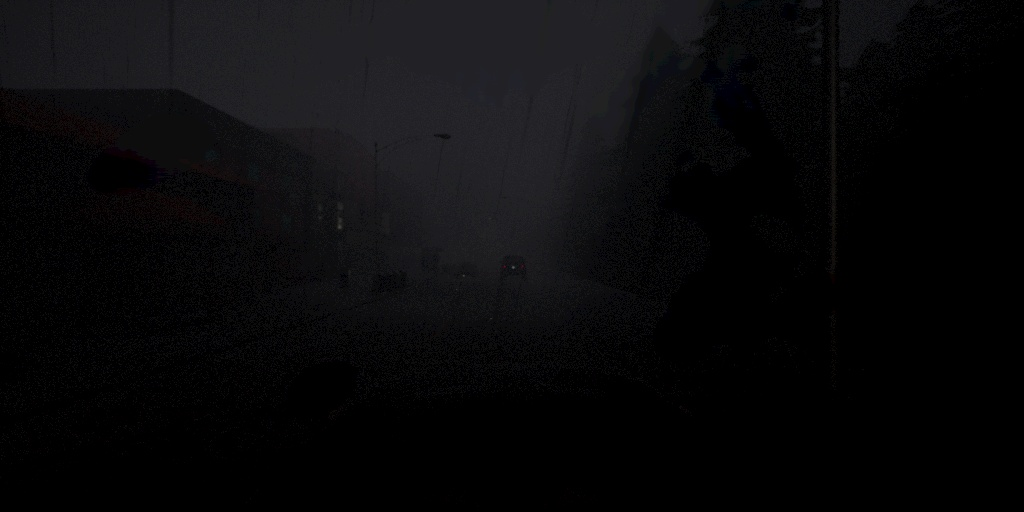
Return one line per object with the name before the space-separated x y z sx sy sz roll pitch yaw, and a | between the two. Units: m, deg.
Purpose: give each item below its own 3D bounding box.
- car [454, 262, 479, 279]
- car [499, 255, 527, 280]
car | -4.098 1.300 33.149 2.033 1.411 5.357 0 0 0
car | 0.105 0.974 30.835 2.150 2.045 5.566 0 0 0
